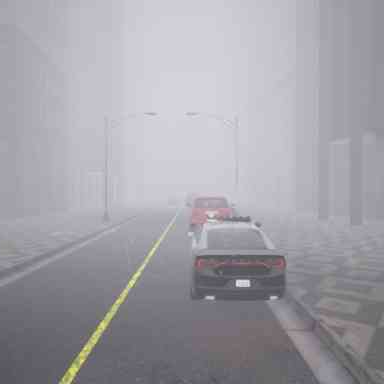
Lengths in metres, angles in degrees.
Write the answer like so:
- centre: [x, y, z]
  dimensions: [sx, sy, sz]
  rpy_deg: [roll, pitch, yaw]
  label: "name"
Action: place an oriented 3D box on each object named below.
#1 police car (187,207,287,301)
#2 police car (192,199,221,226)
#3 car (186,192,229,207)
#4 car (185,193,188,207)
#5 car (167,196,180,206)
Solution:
- centre: [0.914, 1.421, 8.516]
  dimensions: [1.930, 1.638, 5.238]
  rpy_deg: [0, 0, 0]
  label: "police car"
- centre: [0.944, 1.395, 24.515]
  dimensions: [1.930, 1.638, 5.238]
  rpy_deg: [0, 0, 0]
  label: "police car"
- centre: [0.932, 1.208, 18.434]
  dimensions: [2.150, 2.045, 5.566]
  rpy_deg: [0, 0, 0]
  label: "car"
- centre: [0.122, 1.131, 48.286]
  dimensions: [2.150, 2.045, 5.566]
  rpy_deg: [0, 0, 1]
  label: "car"
- centre: [-2.904, 1.375, 52.208]
  dimensions: [1.882, 1.535, 5.008]
  rpy_deg: [0, 0, 0]
  label: "car"
